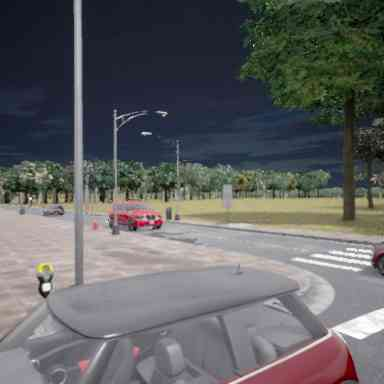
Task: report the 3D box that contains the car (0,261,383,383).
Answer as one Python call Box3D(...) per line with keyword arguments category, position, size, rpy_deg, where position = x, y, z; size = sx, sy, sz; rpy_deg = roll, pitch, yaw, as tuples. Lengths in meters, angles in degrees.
Box3D(category="car", position=(-0.619, 1.445, 2.383), size=(4.097, 1.590, 1.967), rpy_deg=(0, -1, -36))

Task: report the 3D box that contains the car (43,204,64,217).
Box3D(category="car", position=(-18.653, 2.559, 44.653), size=(1.994, 1.385, 4.181), rpy_deg=(0, -1, -35))

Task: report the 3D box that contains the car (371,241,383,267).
Box3D(category="car", position=(7.007, 1.688, 8.596), size=(1.994, 1.385, 4.181), rpy_deg=(0, -1, -36))

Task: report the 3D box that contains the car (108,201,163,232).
Box3D(category="car", position=(-4.266, 1.721, 24.372), size=(2.150, 2.045, 5.566), rpy_deg=(0, -1, -36))

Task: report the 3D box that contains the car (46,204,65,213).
Box3D(category="car", position=(-22.895, 2.709, 55.524), size=(1.837, 1.490, 4.892), rpy_deg=(0, -1, -36))
